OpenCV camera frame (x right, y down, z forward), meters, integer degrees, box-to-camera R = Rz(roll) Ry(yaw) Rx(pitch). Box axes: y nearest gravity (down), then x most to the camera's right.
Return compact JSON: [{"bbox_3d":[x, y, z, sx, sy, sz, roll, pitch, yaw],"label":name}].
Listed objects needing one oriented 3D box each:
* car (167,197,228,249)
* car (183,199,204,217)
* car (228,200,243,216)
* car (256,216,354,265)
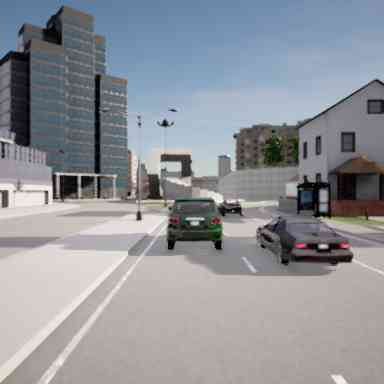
[{"bbox_3d":[0.106,1.214,14.658,2.150,2.045,5.566,0,0,0],"label":"car"},{"bbox_3d":[0.196,1.489,32.023,1.837,1.490,4.892,0,0,1],"label":"car"},{"bbox_3d":[3.691,1.476,31.963,2.128,1.511,4.902,0,0,1],"label":"car"},{"bbox_3d":[3.605,1.542,11.637,2.033,1.411,5.357,0,0,0],"label":"car"}]
